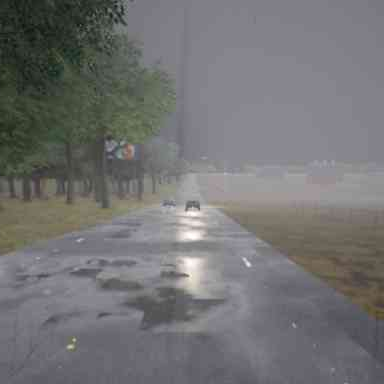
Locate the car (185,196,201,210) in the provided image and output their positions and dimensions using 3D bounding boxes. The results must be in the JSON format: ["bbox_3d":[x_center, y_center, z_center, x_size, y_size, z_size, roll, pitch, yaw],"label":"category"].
[{"bbox_3d":[0.117,1.544,43.929,1.837,1.490,4.892,0,0,0],"label":"car"}]

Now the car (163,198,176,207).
[{"bbox_3d":[-3.483,1.583,52.211,2.033,1.411,5.357,0,0,0],"label":"car"}]

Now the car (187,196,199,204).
[{"bbox_3d":[0.120,1.489,62.738,2.128,1.511,4.902,0,0,0],"label":"car"}]
